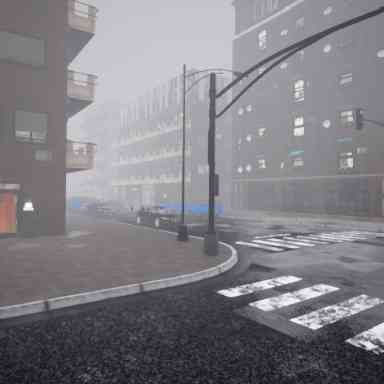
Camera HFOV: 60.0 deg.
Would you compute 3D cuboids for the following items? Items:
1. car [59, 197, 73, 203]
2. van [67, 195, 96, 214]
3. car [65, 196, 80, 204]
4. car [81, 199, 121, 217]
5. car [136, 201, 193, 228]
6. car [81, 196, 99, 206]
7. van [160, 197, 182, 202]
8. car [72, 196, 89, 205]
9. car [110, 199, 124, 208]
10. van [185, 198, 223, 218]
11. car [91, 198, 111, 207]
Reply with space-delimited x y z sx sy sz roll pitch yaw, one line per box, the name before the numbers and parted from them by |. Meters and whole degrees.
car | -27.470 1.727 72.276 1.887 1.381 4.507 1 -1 -35
van | -11.729 1.361 35.564 1.690 1.788 3.998 1 -1 -35
car | -24.294 1.614 67.671 1.967 1.590 4.097 1 -1 -35
car | -8.555 1.592 30.957 1.802 1.307 4.206 1 -1 -35
car | -2.204 1.539 21.745 2.008 1.369 4.403 1 -1 -35
car | -17.943 1.597 58.459 1.967 1.590 4.097 1 -1 -35
van | -2.066 1.450 35.431 1.690 1.788 3.998 1 -1 -35
car | -21.118 1.605 63.065 1.967 1.590 4.097 1 -1 -35
car | -11.594 1.683 49.247 1.887 1.381 4.507 1 -1 -35
van | 1.110 1.439 30.825 1.690 1.788 3.998 1 -1 -35
car | -14.769 1.730 53.852 1.802 1.307 4.206 1 -1 -35
